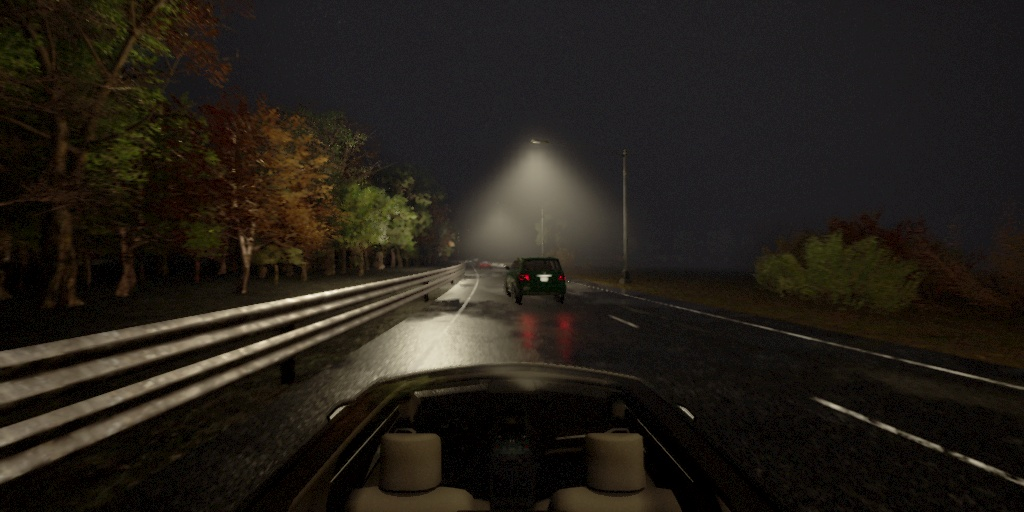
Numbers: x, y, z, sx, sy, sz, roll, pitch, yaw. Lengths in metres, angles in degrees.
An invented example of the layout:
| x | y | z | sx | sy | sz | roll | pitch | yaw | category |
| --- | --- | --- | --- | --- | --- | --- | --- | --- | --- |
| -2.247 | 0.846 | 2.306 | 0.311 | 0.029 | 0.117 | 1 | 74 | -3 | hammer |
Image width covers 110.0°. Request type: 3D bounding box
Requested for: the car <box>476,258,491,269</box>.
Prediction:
| x | y | z | sx | sy | sz | roll | pitch | yaw | category |
| --- | --- | --- | --- | --- | --- | --- | --- | --- | --- |
| -4.595 | 1.522 | 60.940 | 1.994 | 1.385 | 4.181 | 0 | 0 | -7 | car |

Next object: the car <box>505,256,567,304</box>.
| x | y | z | sx | sy | sz | roll | pitch | yaw | category |
| --- | --- | --- | --- | --- | --- | --- | --- | --- | --- |
| 0.966 | 1.039 | 17.057 | 2.150 | 2.045 | 5.566 | 0 | 0 | -7 | car |
